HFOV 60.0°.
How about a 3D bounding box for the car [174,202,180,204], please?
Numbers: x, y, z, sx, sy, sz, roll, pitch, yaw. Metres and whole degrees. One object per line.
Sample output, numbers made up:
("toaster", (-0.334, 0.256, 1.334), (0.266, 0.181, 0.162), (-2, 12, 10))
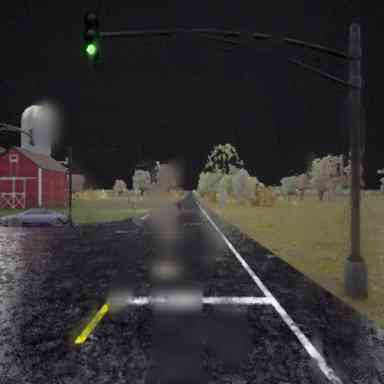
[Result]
("car", (-3.476, 2.375, 73.968), (2.033, 1.411, 5.357), (0, -1, 0))

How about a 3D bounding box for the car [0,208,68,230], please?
("car", (-10.841, 1.787, 23.029), (4.181, 1.385, 1.994), (1, 0, -22))
